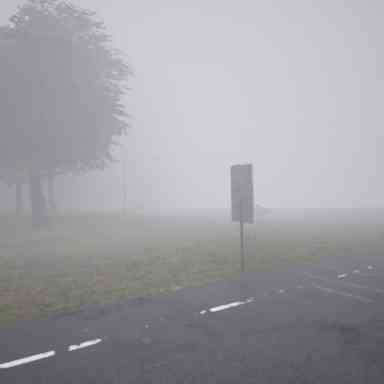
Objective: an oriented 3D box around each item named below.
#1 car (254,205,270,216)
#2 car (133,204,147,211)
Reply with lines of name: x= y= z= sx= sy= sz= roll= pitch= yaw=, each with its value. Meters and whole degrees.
car: x=8.351 y=2.464 z=44.404 sx=1.994 sy=1.385 sz=4.181 roll=-2 pitch=0 yaw=-35
car: x=-11.621 y=3.379 z=74.213 sx=1.882 sy=1.535 sz=5.008 roll=-2 pitch=0 yaw=-30
